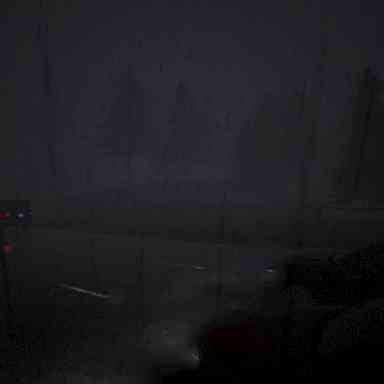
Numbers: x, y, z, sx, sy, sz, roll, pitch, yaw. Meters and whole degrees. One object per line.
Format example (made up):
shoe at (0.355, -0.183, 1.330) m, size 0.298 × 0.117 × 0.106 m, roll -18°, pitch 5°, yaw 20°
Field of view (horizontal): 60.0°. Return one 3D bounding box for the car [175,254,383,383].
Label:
car at (2.024, 1.522, 2.544) m, size 4.674 × 1.442 × 1.812 m, roll -1°, pitch -1°, yaw 36°

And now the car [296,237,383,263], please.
car at (3.696, 1.479, 5.656) m, size 5.008 × 1.535 × 1.882 m, roll -1°, pitch -1°, yaw 35°

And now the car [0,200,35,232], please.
car at (-12.401, 1.519, 21.434) m, size 5.566 × 2.045 × 2.150 m, roll -1°, pitch 0°, yaw 35°
